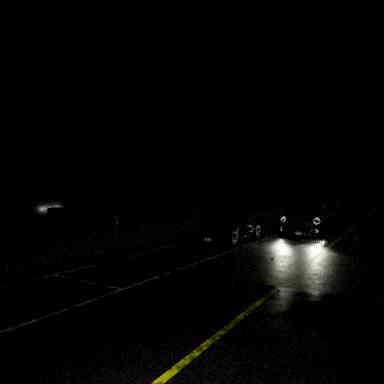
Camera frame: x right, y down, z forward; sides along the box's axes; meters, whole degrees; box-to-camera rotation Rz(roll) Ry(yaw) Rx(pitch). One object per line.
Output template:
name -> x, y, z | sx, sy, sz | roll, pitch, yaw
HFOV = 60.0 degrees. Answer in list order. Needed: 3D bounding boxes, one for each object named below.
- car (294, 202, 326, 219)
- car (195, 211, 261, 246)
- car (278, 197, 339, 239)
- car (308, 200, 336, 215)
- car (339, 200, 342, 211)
car -> 10.513, 1.583, 29.468 | 1.802, 1.307, 4.206 | 0, 0, 32
car -> 1.793, 1.566, 15.372 | 1.947, 1.339, 4.313 | 0, 0, 32
car -> 6.123, 1.352, 17.490 | 2.097, 1.767, 4.553 | 0, 0, 32
car -> 13.420, 1.567, 34.167 | 1.947, 1.339, 4.313 | 0, 0, 32
car -> 16.327, 1.442, 38.865 | 1.967, 1.590, 4.097 | 0, 0, 32
